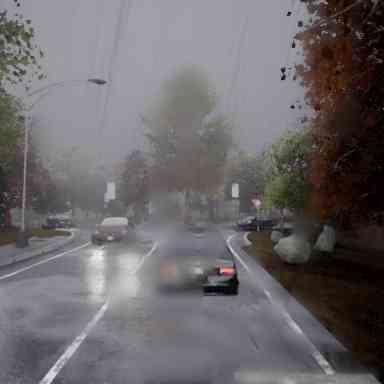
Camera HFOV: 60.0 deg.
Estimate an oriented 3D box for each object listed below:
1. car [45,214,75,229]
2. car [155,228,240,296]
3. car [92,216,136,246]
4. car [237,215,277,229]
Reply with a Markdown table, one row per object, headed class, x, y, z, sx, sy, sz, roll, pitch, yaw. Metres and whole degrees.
| class | x | y | z | sx | sy | sz | roll | pitch | yaw |
| --- | --- | --- | --- | --- | --- | --- | --- | --- | --- |
| car | -14.573 | 3.213 | 36.565 | 1.837 | 1.490 | 4.892 | 2 | -4 | -44 |
| car | 0.125 | 1.680 | 9.031 | 2.033 | 1.411 | 5.357 | 0 | -2 | 1 |
| car | -4.006 | 1.996 | 17.758 | 1.812 | 1.442 | 4.674 | 1 | -3 | -5 |
| car | 6.881 | 3.133 | 34.786 | 2.033 | 1.411 | 5.357 | -4 | -5 | 42 |
